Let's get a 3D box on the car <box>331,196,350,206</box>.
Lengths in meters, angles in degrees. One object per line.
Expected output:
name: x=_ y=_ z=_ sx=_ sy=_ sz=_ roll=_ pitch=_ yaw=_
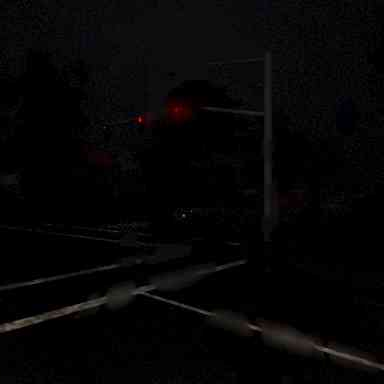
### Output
car: x=25.072 y=1.492 z=56.056 sx=2.128 sy=1.511 sz=4.902 roll=0 pitch=0 yaw=41

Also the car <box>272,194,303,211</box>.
car: x=11.725 y=1.223 z=40.855 sx=2.150 sy=2.045 sz=5.566 roll=0 pitch=0 yaw=41

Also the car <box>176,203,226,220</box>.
car: x=0.783 y=1.601 z=28.282 sx=1.895 sy=1.301 sz=4.718 roll=0 pitch=0 yaw=41
